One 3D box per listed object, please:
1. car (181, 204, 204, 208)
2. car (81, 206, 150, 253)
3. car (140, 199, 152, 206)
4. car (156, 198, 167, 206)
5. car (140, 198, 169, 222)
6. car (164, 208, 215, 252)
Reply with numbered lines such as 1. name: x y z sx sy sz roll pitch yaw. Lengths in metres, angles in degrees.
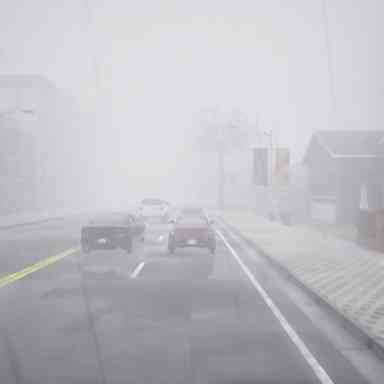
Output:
1. car: 0.009 1.757 29.475 1.882 1.535 5.008 0 0 0
2. car: -3.243 1.615 14.481 1.882 1.535 5.008 0 0 0
3. car: -9.742 2.242 70.974 1.895 1.301 4.718 0 0 0
4. car: -6.492 2.147 71.005 1.837 1.490 4.892 0 0 0
5. car: -3.246 1.492 29.018 2.150 2.045 5.566 0 0 0
6. car: 0.006 1.661 14.380 1.812 1.442 4.674 0 0 0
